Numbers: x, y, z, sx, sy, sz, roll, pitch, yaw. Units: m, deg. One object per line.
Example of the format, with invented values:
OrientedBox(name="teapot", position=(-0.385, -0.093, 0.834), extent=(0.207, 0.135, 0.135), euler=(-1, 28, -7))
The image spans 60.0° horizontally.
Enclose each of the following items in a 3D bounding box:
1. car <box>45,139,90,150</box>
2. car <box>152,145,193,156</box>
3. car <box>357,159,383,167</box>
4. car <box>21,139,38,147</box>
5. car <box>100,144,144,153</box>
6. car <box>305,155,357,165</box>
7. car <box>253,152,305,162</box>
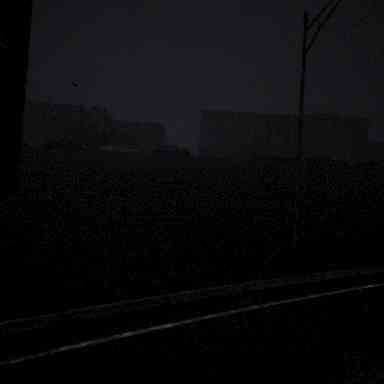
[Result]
OrientedBox(name="car", position=(-13.108, -4.755, 35.378), extent=(4.553, 1.767, 2.185), euler=(3, -2, -1))
OrientedBox(name="car", position=(-1.955, -4.150, 35.507), extent=(4.553, 1.767, 2.185), euler=(3, -2, -1))
OrientedBox(name="car", position=(20.006, -2.740, 35.873), extent=(4.674, 1.452, 2.002), euler=(3, -2, -2))
OrientedBox(name="car", position=(-18.620, -5.049, 35.315), extent=(4.553, 1.767, 2.185), euler=(3, -2, -1))
OrientedBox(name="car", position=(-7.449, -4.282, 35.438), extent=(4.674, 1.452, 2.002), euler=(3, -2, -1))
OrientedBox(name="car", position=(14.473, -3.116, 35.699), extent=(4.892, 1.521, 2.231), euler=(3, -2, -1))
OrientedBox(name="car", position=(8.963, -3.429, 35.628), extent=(4.892, 1.521, 2.231), euler=(3, -2, -1))
